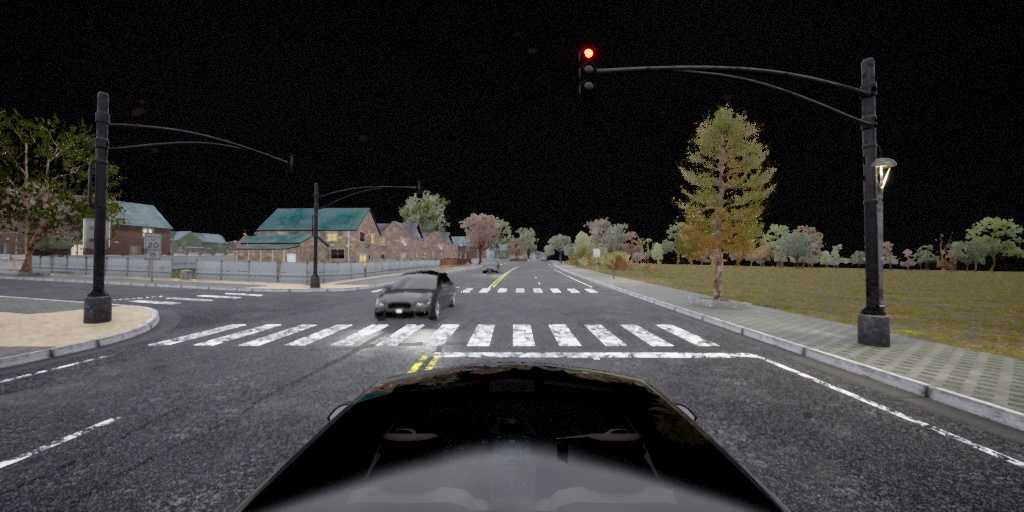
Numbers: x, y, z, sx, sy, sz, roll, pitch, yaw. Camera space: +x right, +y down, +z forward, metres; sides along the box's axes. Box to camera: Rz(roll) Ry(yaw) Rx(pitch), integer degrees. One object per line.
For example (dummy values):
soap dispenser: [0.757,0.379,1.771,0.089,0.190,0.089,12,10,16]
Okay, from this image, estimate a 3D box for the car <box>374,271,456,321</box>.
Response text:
car: [-3.156,1.297,12.540,1.837,1.490,4.892,0,0,1]

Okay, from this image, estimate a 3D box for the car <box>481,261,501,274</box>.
car: [-2.309,1.341,41.150,1.837,1.490,4.892,0,0,3]
